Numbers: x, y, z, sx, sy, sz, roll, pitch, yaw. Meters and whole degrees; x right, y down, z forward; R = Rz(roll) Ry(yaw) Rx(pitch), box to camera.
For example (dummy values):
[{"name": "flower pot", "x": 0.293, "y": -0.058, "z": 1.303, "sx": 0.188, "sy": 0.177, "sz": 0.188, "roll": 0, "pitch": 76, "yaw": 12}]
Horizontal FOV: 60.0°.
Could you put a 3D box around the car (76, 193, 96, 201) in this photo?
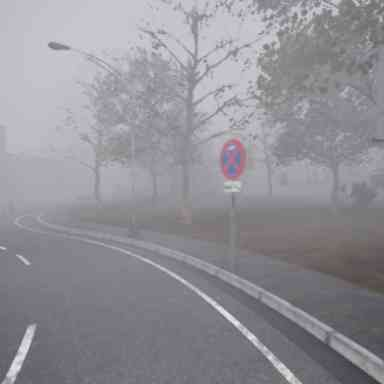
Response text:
[{"name": "car", "x": -18.662, "y": 0.829, "z": 58.997, "sx": 1.895, "sy": 1.301, "sz": 4.718, "roll": -1, "pitch": 1, "yaw": 8}]

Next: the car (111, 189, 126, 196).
[{"name": "car", "x": -16.527, "y": 0.046, "z": 74.717, "sx": 2.097, "sy": 1.767, "sz": 4.553, "roll": -1, "pitch": 2, "yaw": 8}]

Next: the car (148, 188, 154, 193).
[{"name": "car", "x": -11.339, "y": -0.431, "z": 88.802, "sx": 1.994, "sy": 1.385, "sz": 4.181, "roll": -1, "pitch": 2, "yaw": 8}]

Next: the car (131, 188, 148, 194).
[{"name": "car", "x": -12.738, "y": 0.050, "z": 78.482, "sx": 2.033, "sy": 1.411, "sz": 5.357, "roll": -1, "pitch": 2, "yaw": 8}]
